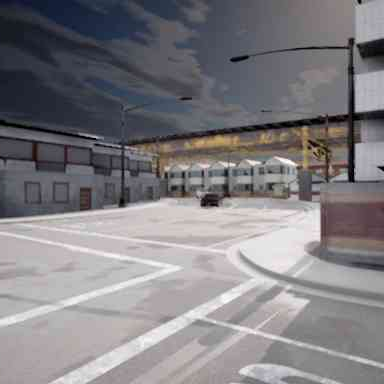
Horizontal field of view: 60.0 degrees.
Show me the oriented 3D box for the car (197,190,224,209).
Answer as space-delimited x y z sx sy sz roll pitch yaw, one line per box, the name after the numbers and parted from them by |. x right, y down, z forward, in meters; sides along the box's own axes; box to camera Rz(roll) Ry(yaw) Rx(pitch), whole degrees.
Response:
2.215 0.882 35.655 1.882 1.535 5.008 0 1 13 | car

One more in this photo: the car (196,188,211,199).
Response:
2.289 0.316 56.978 2.150 2.045 5.566 0 0 -15 | car
